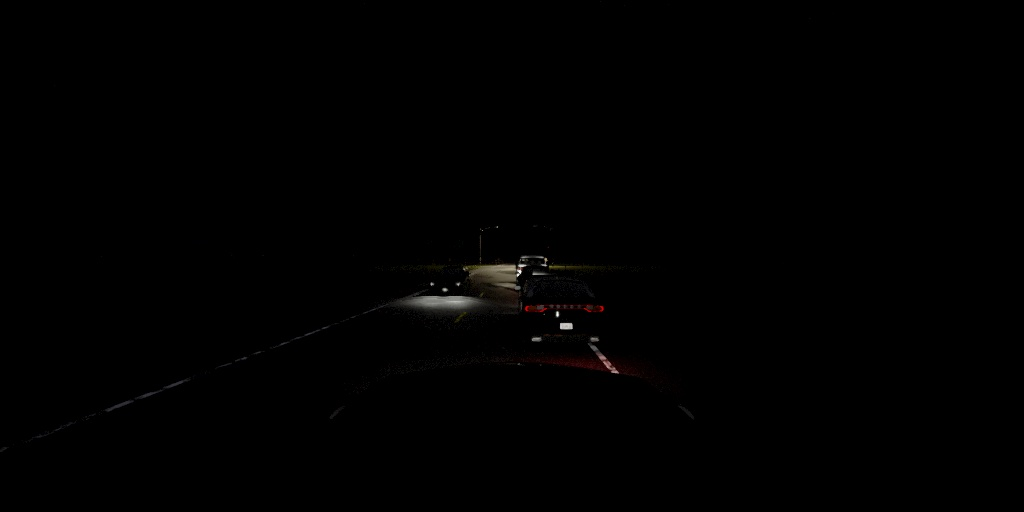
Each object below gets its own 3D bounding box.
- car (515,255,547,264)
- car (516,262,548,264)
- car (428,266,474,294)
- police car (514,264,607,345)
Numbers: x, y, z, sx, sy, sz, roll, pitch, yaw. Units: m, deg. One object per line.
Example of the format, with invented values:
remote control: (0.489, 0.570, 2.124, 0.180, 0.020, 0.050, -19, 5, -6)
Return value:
car: (1.391, 0.968, 25.512, 2.150, 2.045, 5.566, 0, 0, 2)
car: (1.247, 1.253, 19.502, 1.837, 1.490, 4.892, 0, 0, 1)
car: (-3.298, 1.295, 20.423, 2.033, 1.411, 5.357, 0, 0, 1)
police car: (1.095, 1.175, 9.642, 1.930, 1.638, 5.238, 0, 0, 1)
